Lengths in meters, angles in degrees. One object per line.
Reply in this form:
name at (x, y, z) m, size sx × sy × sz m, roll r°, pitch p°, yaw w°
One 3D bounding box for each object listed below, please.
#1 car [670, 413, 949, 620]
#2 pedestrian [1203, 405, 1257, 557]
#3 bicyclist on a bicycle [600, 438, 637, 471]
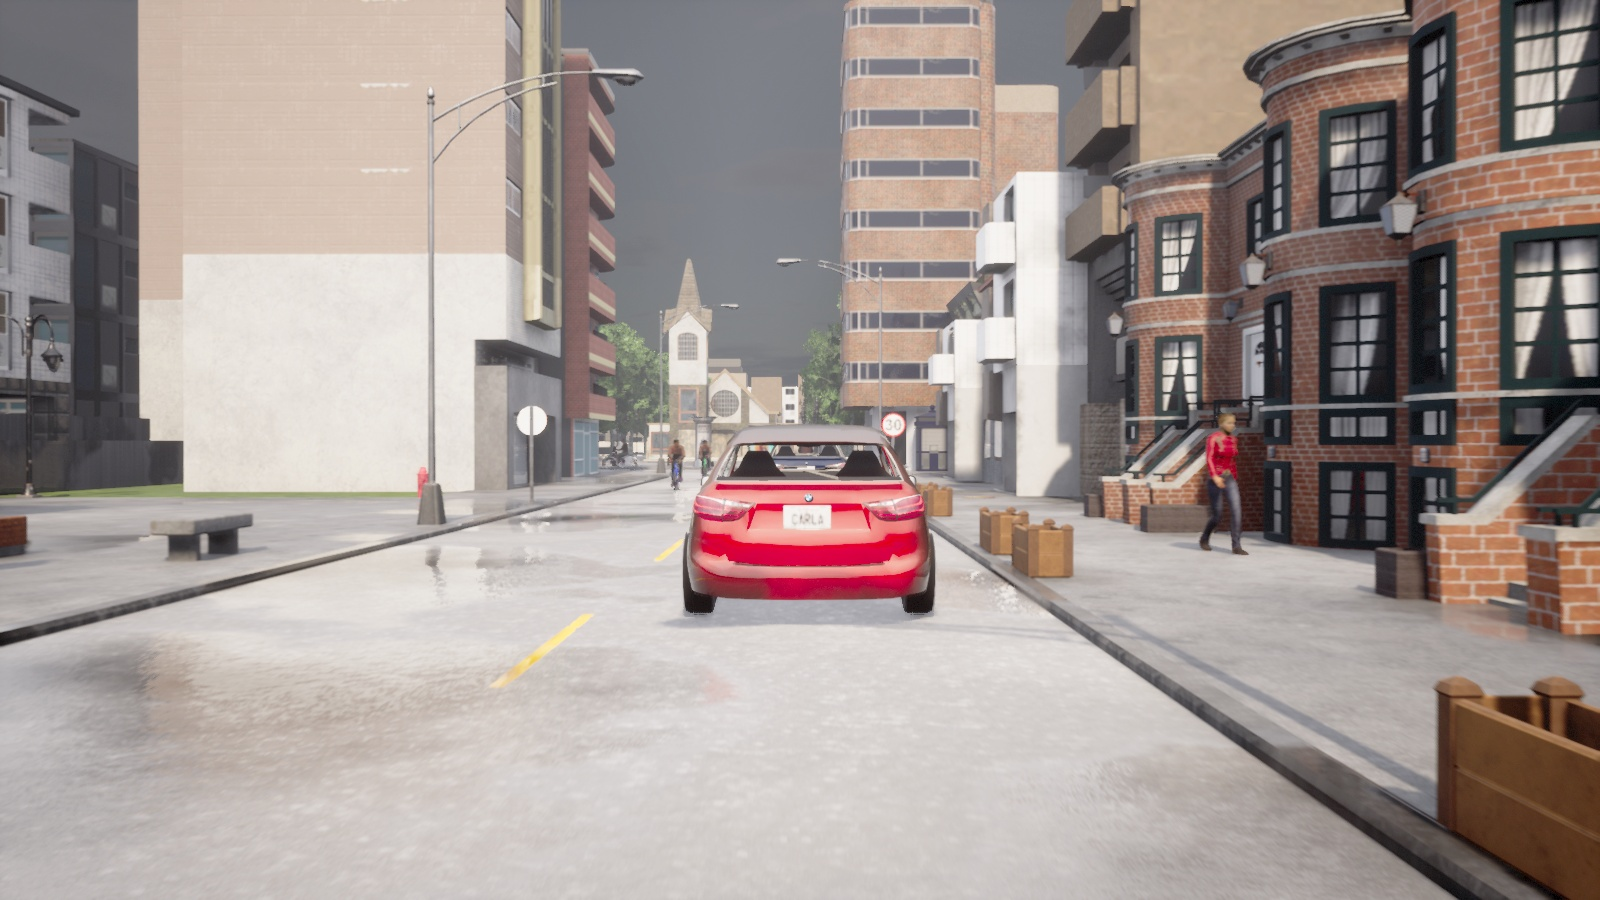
car at (0.085, 0.521, 12.388) m, size 2.242 × 1.667 × 4.611 m, roll 0°, pitch 0°, yaw 0°
pedestrian at (5.320, 0.373, 15.559) m, size 0.331 × 1.846 × 0.636 m, roll 0°, pitch 0°, yaw -15°
bicyclist on a bicycle at (-9.855, 0.226, 68.209) m, size 1.843 × 1.776 × 0.659 m, roll 0°, pitch 2°, yaw 12°
